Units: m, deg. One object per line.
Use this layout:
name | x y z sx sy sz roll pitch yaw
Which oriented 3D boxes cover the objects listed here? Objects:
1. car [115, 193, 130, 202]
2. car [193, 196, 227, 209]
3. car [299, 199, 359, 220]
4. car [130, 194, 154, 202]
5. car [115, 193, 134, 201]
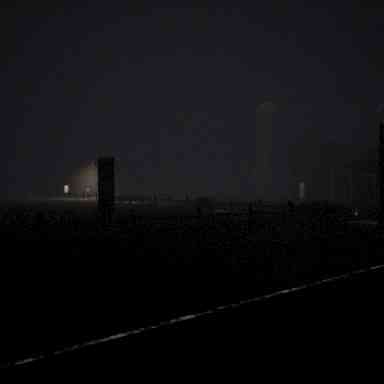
car | -12.045 1.033 59.241 2.033 1.411 5.357 -1 1 -35
car | 2.080 1.227 39.450 1.837 1.490 4.892 -1 1 -36
car | 10.908 1.360 26.764 2.128 1.511 4.902 0 1 -32
car | -8.677 1.084 59.318 1.895 1.301 4.718 -1 1 -36
car | -13.535 0.905 66.048 1.837 1.490 4.892 -1 1 -36
